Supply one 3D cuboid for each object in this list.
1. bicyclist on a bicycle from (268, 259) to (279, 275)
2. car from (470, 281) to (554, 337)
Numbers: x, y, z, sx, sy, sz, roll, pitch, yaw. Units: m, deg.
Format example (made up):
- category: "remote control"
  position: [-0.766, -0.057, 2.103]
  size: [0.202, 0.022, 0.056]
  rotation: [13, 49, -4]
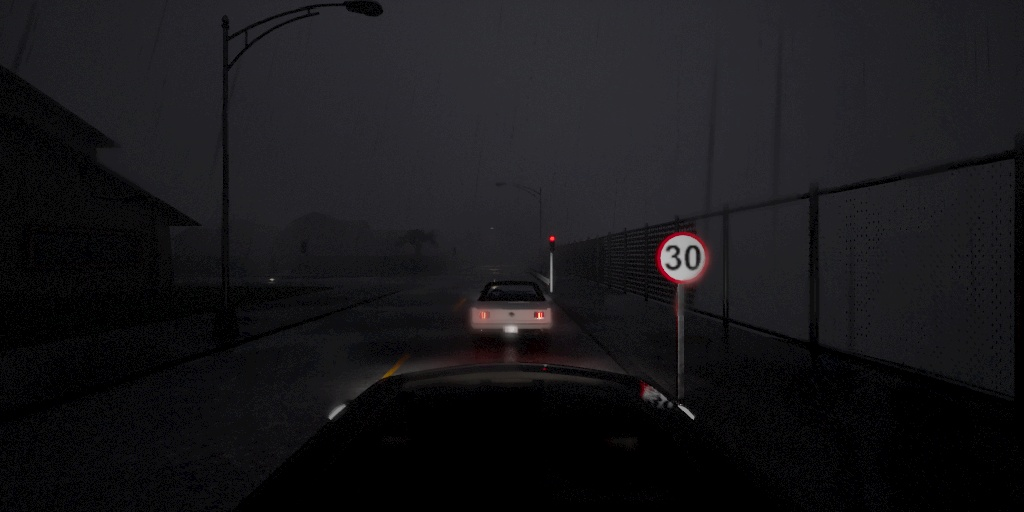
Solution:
- category: "bicyclist on a bicycle"
  position: [-24.318, 1.099, 36.521]
  size: [0.582, 1.620, 1.656]
  rotation: [0, 0, 0]
- category: "car"
  position: [-0.001, 1.351, 10.210]
  size: [1.895, 1.301, 4.718]
  rotation: [0, 0, 0]
